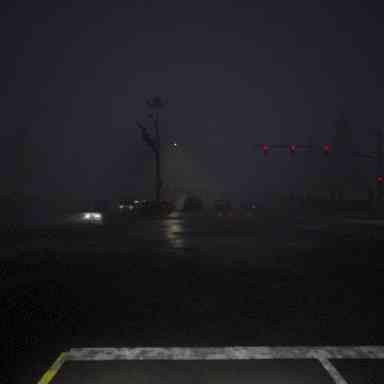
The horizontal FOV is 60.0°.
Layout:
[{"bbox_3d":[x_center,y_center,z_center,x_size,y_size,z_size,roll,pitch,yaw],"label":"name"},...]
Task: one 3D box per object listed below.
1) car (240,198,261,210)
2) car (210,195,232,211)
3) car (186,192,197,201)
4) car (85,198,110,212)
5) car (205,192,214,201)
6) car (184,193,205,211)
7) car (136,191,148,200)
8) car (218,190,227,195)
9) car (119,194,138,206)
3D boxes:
[{"bbox_3d":[7.143,1.470,40.771,1.812,1.442,4.674,0,0,0],"label":"car"},{"bbox_3d":[3.642,1.437,39.708,2.128,1.511,4.902,0,0,0],"label":"car"},{"bbox_3d":[-0.035,0.934,68.020,2.128,1.511,4.902,0,4,0],"label":"car"},{"bbox_3d":[-10.556,1.439,37.500,2.128,1.511,4.902,0,0,0],"label":"car"},{"bbox_3d":[3.465,0.802,67.878,2.097,1.767,4.553,0,3,0],"label":"car"},{"bbox_3d":[0.141,1.297,39.439,2.097,1.767,4.553,0,0,0],"label":"car"},{"bbox_3d":[-10.542,0.657,69.463,2.097,1.767,4.553,0,3,0],"label":"car"},{"bbox_3d":[6.930,0.374,75.769,1.812,1.442,4.674,0,6,0],"label":"car"},{"bbox_3d":[-10.541,1.438,54.648,1.812,1.442,4.674,0,0,0],"label":"car"}]
